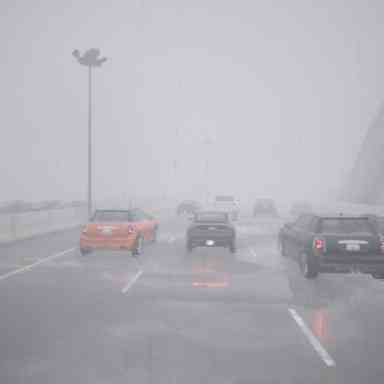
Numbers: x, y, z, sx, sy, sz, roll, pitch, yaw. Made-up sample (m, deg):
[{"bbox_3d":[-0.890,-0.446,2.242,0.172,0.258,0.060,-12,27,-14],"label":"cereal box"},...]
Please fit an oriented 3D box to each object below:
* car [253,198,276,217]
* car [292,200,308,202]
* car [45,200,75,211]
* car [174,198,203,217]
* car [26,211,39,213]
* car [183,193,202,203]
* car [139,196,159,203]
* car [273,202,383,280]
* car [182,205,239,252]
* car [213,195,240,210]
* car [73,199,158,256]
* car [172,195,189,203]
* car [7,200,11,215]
[{"bbox_3d":[7.004,1.389,32.034,2.097,1.767,4.553,0,0,11],"label":"car"},{"bbox_3d":[10.986,1.525,34.059,1.882,1.535,5.008,0,0,12],"label":"car"},{"bbox_3d":[-11.289,1.524,30.560,1.812,1.442,4.674,0,0,10],"label":"car"},{"bbox_3d":[-0.168,1.527,31.922,1.837,1.490,4.892,0,0,11],"label":"car"},{"bbox_3d":[-14.414,1.541,33.100,2.033,1.411,5.357,0,0,11],"label":"car"},{"bbox_3d":[0.186,1.269,69.887,2.150,2.045,5.566,0,0,22],"label":"car"},{"bbox_3d":[-9.521,1.573,73.895,2.033,1.411,5.357,0,0,22],"label":"car"},{"bbox_3d":[4.064,1.368,10.233,2.097,1.767,4.553,0,0,4],"label":"car"},{"bbox_3d":[0.850,1.517,14.015,1.837,1.490,4.892,0,0,5],"label":"car"},{"bbox_3d":[3.262,1.251,31.345,2.150,2.045,5.566,0,0,11],"label":"car"},{"bbox_3d":[-2.713,1.356,13.386,2.097,1.767,4.553,0,0,5],"label":"car"},{"bbox_3d":[-2.365,1.524,72.872,1.882,1.535,5.008,0,0,22],"label":"car"},{"bbox_3d":[-17.934,1.512,33.105,1.812,1.442,4.674,0,0,11],"label":"car"}]
